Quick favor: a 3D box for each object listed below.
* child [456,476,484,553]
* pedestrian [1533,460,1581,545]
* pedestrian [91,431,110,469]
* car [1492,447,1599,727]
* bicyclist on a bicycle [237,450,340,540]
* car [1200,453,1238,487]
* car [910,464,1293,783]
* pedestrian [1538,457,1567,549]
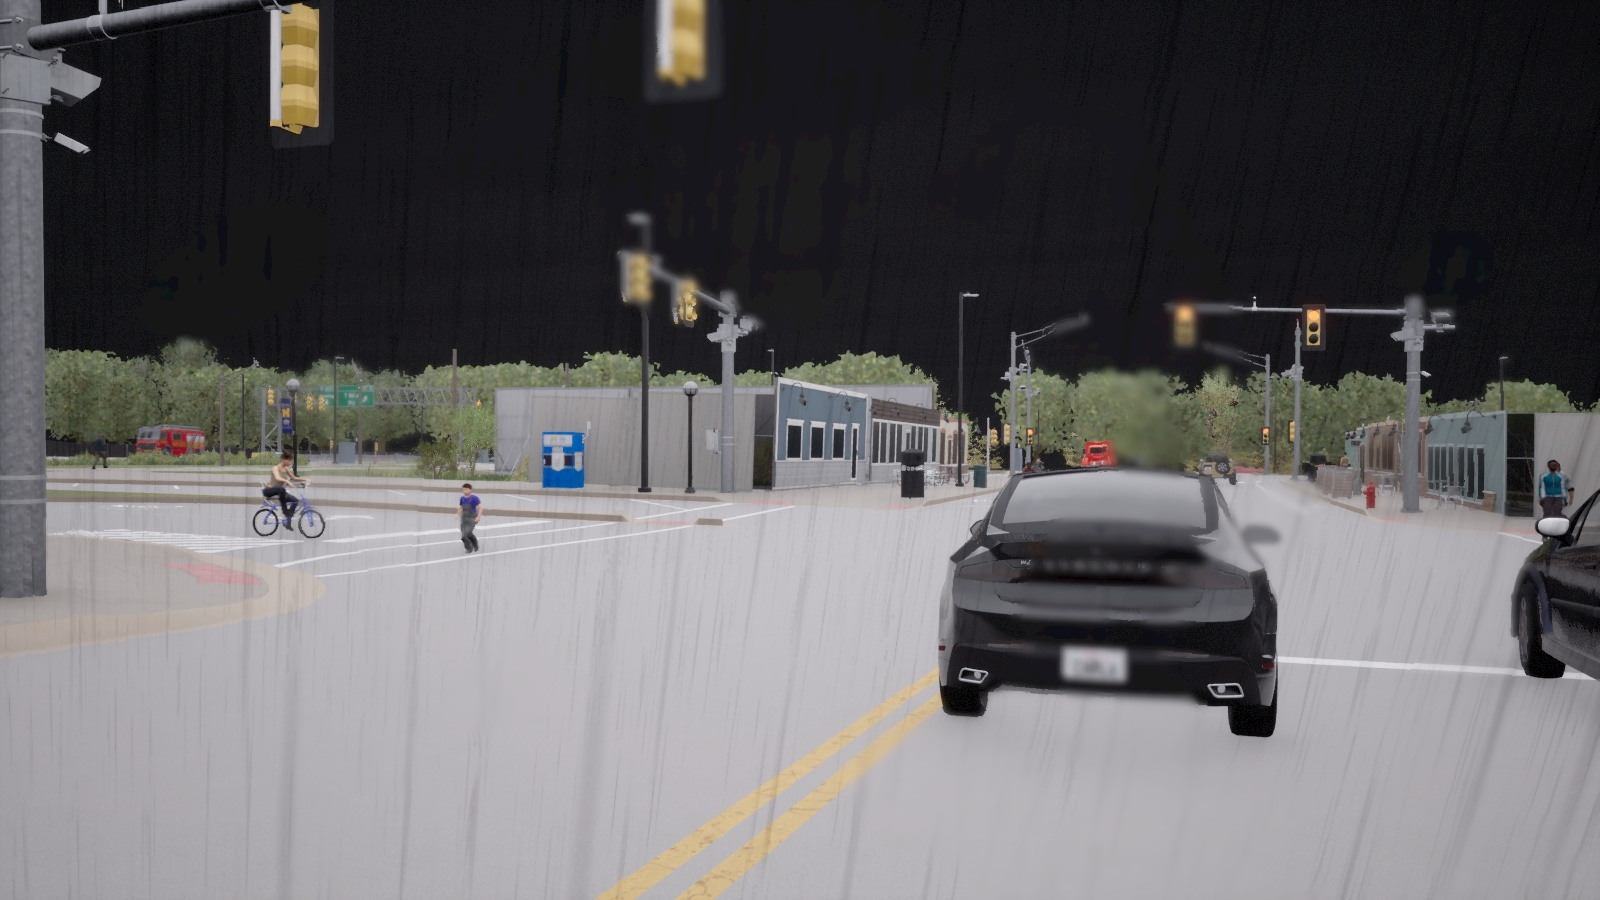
[{"bbox_3d":[-5.545,1.069,21.100,0.270,1.263,0.437,1,1,14],"label":"child"},{"bbox_3d":[17.789,1.208,29.515,0.873,1.952,0.659,0,1,-37],"label":"pedestrian"},{"bbox_3d":[-34.849,-0.007,62.546,0.402,1.842,0.726,1,1,17],"label":"pedestrian"},{"bbox_3d":[5.806,0.822,7.885,1.851,1.617,3.988,1,-1,18],"label":"car"},{"bbox_3d":[-9.587,0.827,23.562,1.509,1.612,0.866,2,0,9],"label":"bicyclist on a bicycle"},{"bbox_3d":[23.680,1.096,71.104,1.932,1.855,4.605,1,0,17],"label":"car"},{"bbox_3d":[2.155,0.886,8.577,1.837,1.490,4.892,1,-1,17],"label":"car"},{"bbox_3d":[16.113,1.115,26.896,0.396,1.930,0.692,1,1,20],"label":"pedestrian"}]
